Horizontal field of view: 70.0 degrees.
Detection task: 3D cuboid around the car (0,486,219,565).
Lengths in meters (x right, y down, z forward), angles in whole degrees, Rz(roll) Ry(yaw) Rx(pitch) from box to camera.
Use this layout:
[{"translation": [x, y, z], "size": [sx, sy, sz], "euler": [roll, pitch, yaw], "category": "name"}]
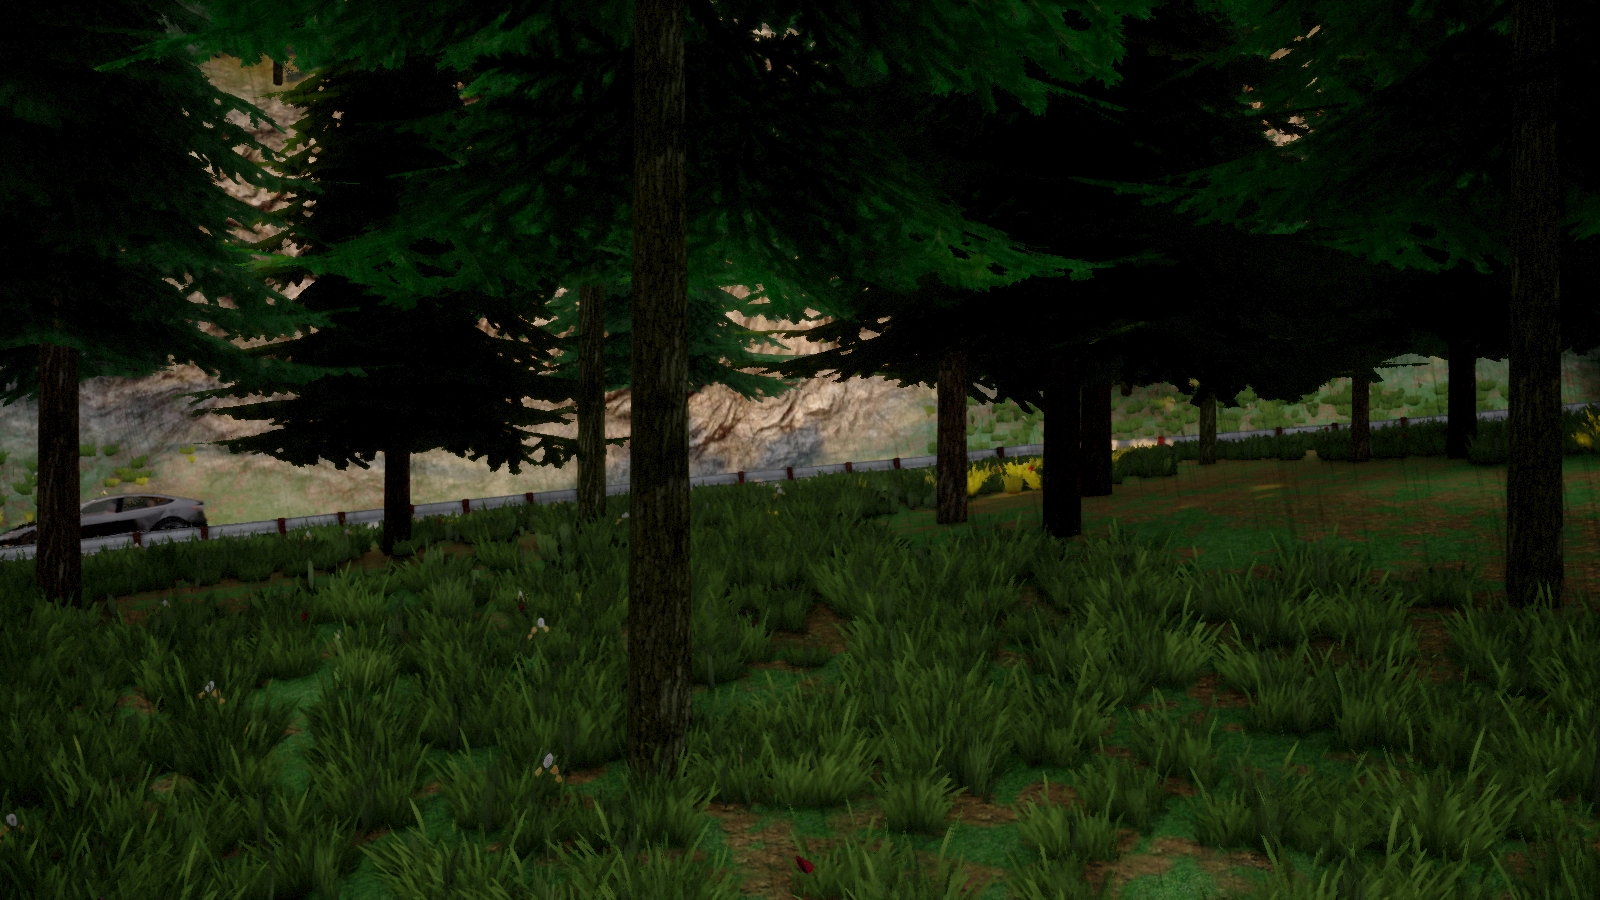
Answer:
[{"translation": [-18.484, 1.946, 30.647], "size": [4.792, 1.488, 2.163], "euler": [-5, 3, -35], "category": "car"}]
